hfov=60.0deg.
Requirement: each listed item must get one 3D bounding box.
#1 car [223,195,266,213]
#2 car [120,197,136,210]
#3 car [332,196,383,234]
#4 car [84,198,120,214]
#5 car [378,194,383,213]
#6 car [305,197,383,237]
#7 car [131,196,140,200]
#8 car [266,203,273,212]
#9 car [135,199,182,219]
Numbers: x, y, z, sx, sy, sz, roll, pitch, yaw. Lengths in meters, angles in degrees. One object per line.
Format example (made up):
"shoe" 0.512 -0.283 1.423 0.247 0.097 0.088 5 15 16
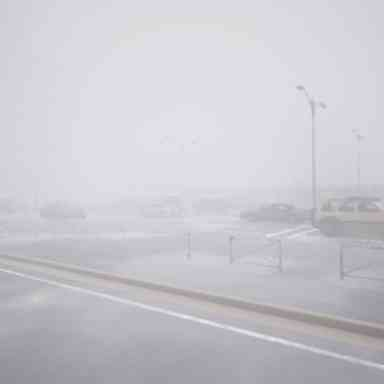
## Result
"car" 6.916 1.391 43.906 4.605 1.855 1.932 -1 0 36
"car" -10.076 1.782 45.979 3.905 1.438 1.784 -1 0 36
"car" 9.728 1.184 17.741 3.866 1.878 1.905 -1 0 36
"car" -11.766 1.814 43.629 3.806 1.475 1.970 -1 0 36
"car" 21.153 1.184 33.697 3.866 1.878 1.905 -1 0 36
"car" 7.995 1.182 15.423 4.605 1.855 1.932 -1 0 36
"car" -8.553 1.572 48.189 4.605 1.855 1.932 -1 0 36
"car" 8.660 1.601 46.219 3.905 1.438 1.784 -1 0 36
"car" -2.872 1.633 30.131 3.806 1.475 1.970 -1 0 36
